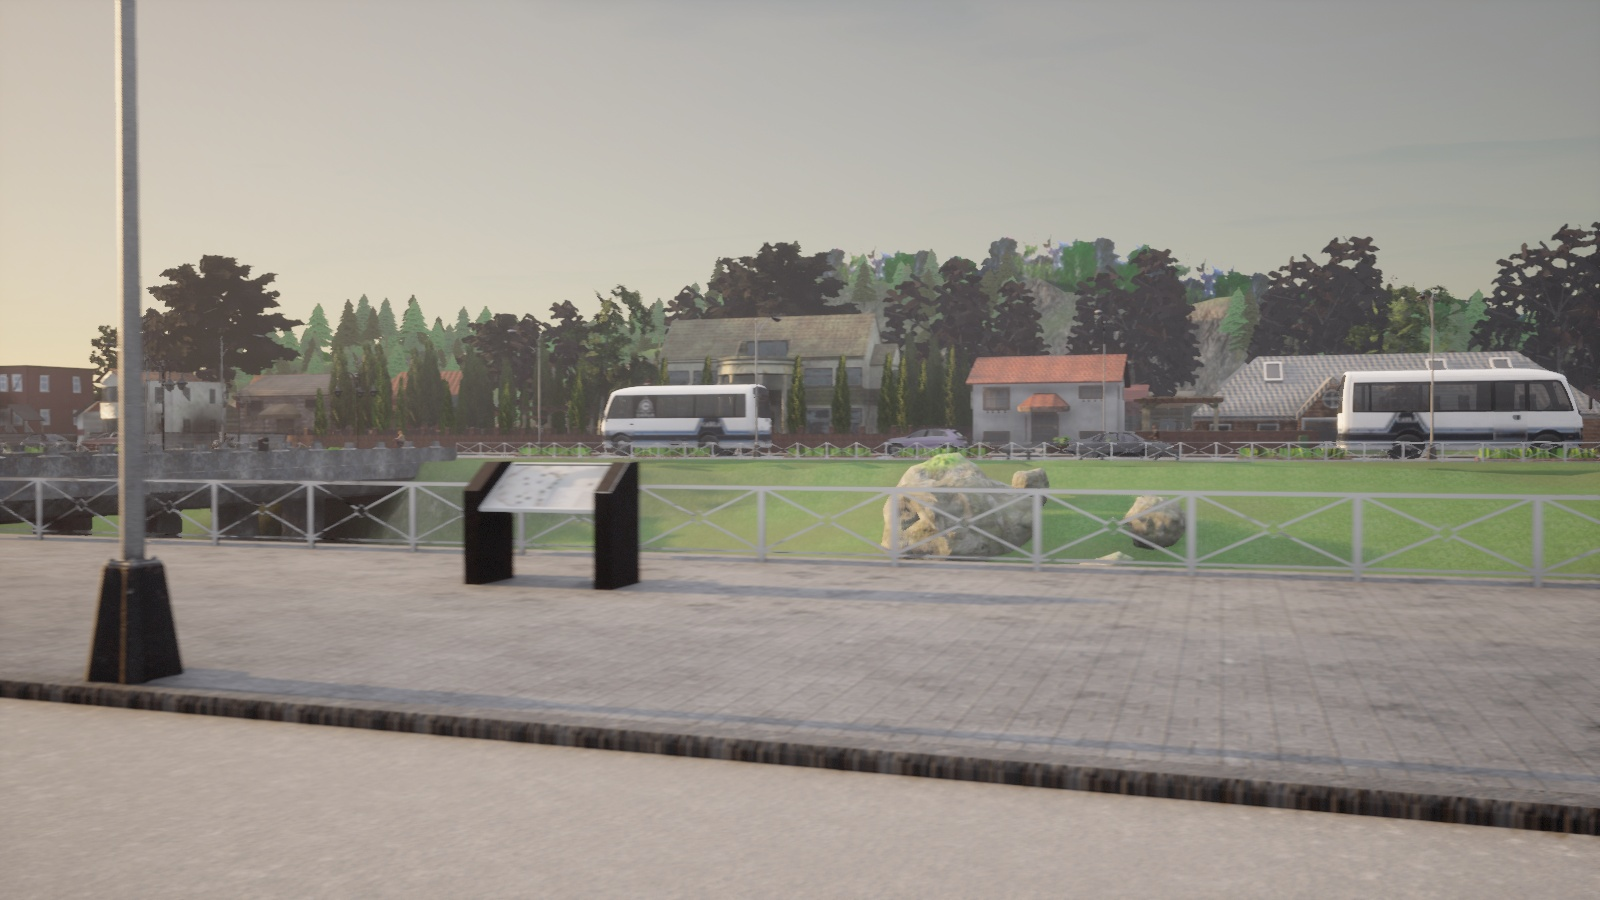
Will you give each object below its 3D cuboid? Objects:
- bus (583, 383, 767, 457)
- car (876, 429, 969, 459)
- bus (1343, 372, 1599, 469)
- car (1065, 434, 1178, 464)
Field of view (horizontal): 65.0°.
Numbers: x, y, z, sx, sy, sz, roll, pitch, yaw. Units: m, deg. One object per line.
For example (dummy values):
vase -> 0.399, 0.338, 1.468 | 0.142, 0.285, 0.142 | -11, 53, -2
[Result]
bus -> -7.498, -1.787, 75.504 | 10.273, 4.253, 3.944 | 1, 1, 19
car -> 6.905, -0.349, 70.674 | 4.856, 1.649, 2.033 | 1, 1, 19
bus -> 30.998, -1.367, 58.323 | 10.273, 4.253, 3.944 | 1, 1, 19
car -> 16.216, -0.079, 63.321 | 5.357, 1.411, 2.033 | 1, 1, 19
